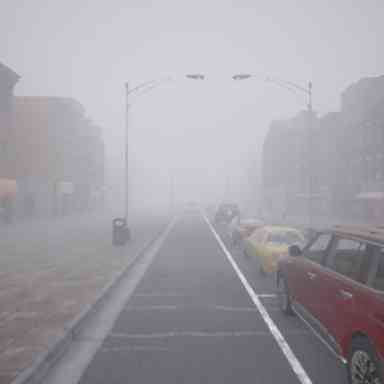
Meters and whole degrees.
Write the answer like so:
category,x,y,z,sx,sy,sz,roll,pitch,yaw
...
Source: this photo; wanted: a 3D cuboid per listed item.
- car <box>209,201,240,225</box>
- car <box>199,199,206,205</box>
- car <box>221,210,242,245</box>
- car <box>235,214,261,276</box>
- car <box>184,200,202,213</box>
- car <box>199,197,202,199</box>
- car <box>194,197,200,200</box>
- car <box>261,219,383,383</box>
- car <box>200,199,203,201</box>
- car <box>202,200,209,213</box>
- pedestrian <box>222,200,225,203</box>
category,x,y,z,sx,sy,sz,roll,pitch,yaw
car,2.735,1.621,26.578,2.097,1.767,4.553,0,-1,0
car,2.588,2.514,84.886,1.752,1.417,4.829,0,-1,0
car,2.633,1.739,15.963,1.802,1.307,4.206,0,-1,0
car,2.636,1.627,10.460,1.752,1.417,4.829,0,-1,0
car,-0.006,2.052,42.744,1.895,1.301,4.718,0,-1,0
car,2.592,2.453,79.037,1.887,1.381,4.507,0,-1,0
car,-0.171,2.157,59.490,1.837,1.490,4.892,0,-2,-6
car,2.642,1.360,4.617,2.192,1.841,5.009,0,-1,0
car,2.611,2.086,50.009,2.008,1.369,4.403,0,-1,0
car,2.614,2.034,44.333,1.947,1.339,4.313,0,-1,0
pedestrian,2.733,1.593,29.388,0.375,1.860,0.375,0,-1,0
